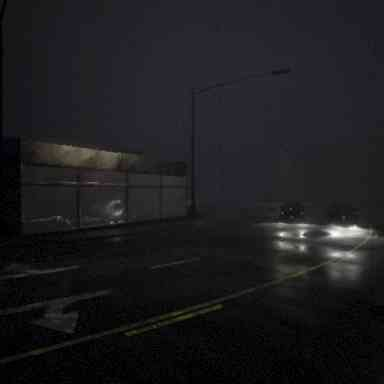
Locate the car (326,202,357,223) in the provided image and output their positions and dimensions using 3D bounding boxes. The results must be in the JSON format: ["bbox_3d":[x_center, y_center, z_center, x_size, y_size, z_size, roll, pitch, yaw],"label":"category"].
[{"bbox_3d":[11.405,1.520,25.531,2.128,1.511,4.902,0,0,19],"label":"car"}]

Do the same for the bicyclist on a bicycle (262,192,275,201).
[{"bbox_3d":[16.966,1.248,74.343,1.656,1.620,0.582,14,10,9],"label":"bicyclist on a bicycle"}]

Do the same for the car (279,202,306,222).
[{"bbox_3d":[8.095,1.560,26.667,1.812,1.442,4.674,0,0,19],"label":"car"}]

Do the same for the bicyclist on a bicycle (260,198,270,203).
[{"bbox_3d":[16.609,1.920,75.652,1.620,0.582,1.656,3,-11,45],"label":"bicyclist on a bicycle"}]
